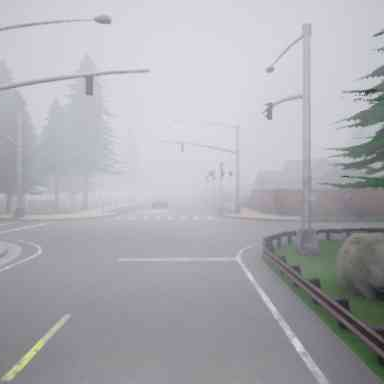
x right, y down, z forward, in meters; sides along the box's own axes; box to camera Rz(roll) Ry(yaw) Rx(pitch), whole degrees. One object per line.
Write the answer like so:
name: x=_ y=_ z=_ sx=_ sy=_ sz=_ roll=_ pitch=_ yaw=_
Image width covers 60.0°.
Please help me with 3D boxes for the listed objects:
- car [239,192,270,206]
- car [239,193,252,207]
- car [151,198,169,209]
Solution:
car: x=8.430 y=0.960 z=45.302 sx=3.866 sy=1.878 sz=1.905 roll=0 pitch=0 yaw=-1
car: x=8.845 y=0.968 z=42.792 sx=4.605 sy=1.855 sz=1.932 roll=0 pitch=0 yaw=-1
car: x=-3.984 y=1.399 z=41.625 sx=1.895 sy=1.301 sz=4.718 roll=0 pitch=0 yaw=0
